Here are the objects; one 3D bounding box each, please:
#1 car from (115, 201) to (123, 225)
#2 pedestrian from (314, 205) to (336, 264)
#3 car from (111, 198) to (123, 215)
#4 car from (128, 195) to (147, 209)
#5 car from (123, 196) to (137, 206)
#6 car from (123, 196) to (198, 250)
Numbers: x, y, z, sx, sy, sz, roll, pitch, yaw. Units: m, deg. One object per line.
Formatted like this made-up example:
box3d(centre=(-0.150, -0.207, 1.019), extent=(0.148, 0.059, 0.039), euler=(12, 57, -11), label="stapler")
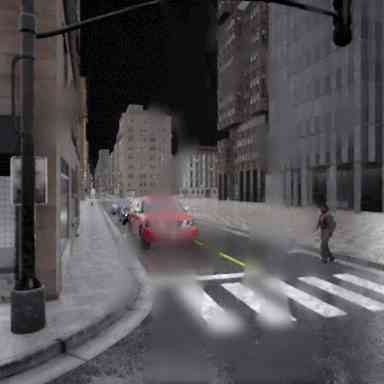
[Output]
box3d(centre=(-4.311, 1.615, 24.416), extent=(1.895, 1.301, 4.718), euler=(0, 0, -17), label="car")
box3d(centre=(4.167, 1.290, 10.374), extent=(0.375, 1.860, 0.375), euler=(0, 0, -17), label="pedestrian")
box3d(centre=(-7.161, 1.374, 33.990), extent=(2.097, 1.767, 4.553), euler=(0, 0, -17), label="car")
box3d(centre=(-7.872, 1.380, 47.500), extent=(2.097, 1.767, 4.553), euler=(0, 0, -17), label="car")
box3d(centre=(-10.693, 1.513, 56.928), extent=(1.882, 1.535, 5.008), euler=(0, 0, -17), label="car")
box3d(centre=(-1.525, 1.228, 15.002), extent=(2.150, 2.045, 5.566), euler=(0, 0, -19), label="car")
